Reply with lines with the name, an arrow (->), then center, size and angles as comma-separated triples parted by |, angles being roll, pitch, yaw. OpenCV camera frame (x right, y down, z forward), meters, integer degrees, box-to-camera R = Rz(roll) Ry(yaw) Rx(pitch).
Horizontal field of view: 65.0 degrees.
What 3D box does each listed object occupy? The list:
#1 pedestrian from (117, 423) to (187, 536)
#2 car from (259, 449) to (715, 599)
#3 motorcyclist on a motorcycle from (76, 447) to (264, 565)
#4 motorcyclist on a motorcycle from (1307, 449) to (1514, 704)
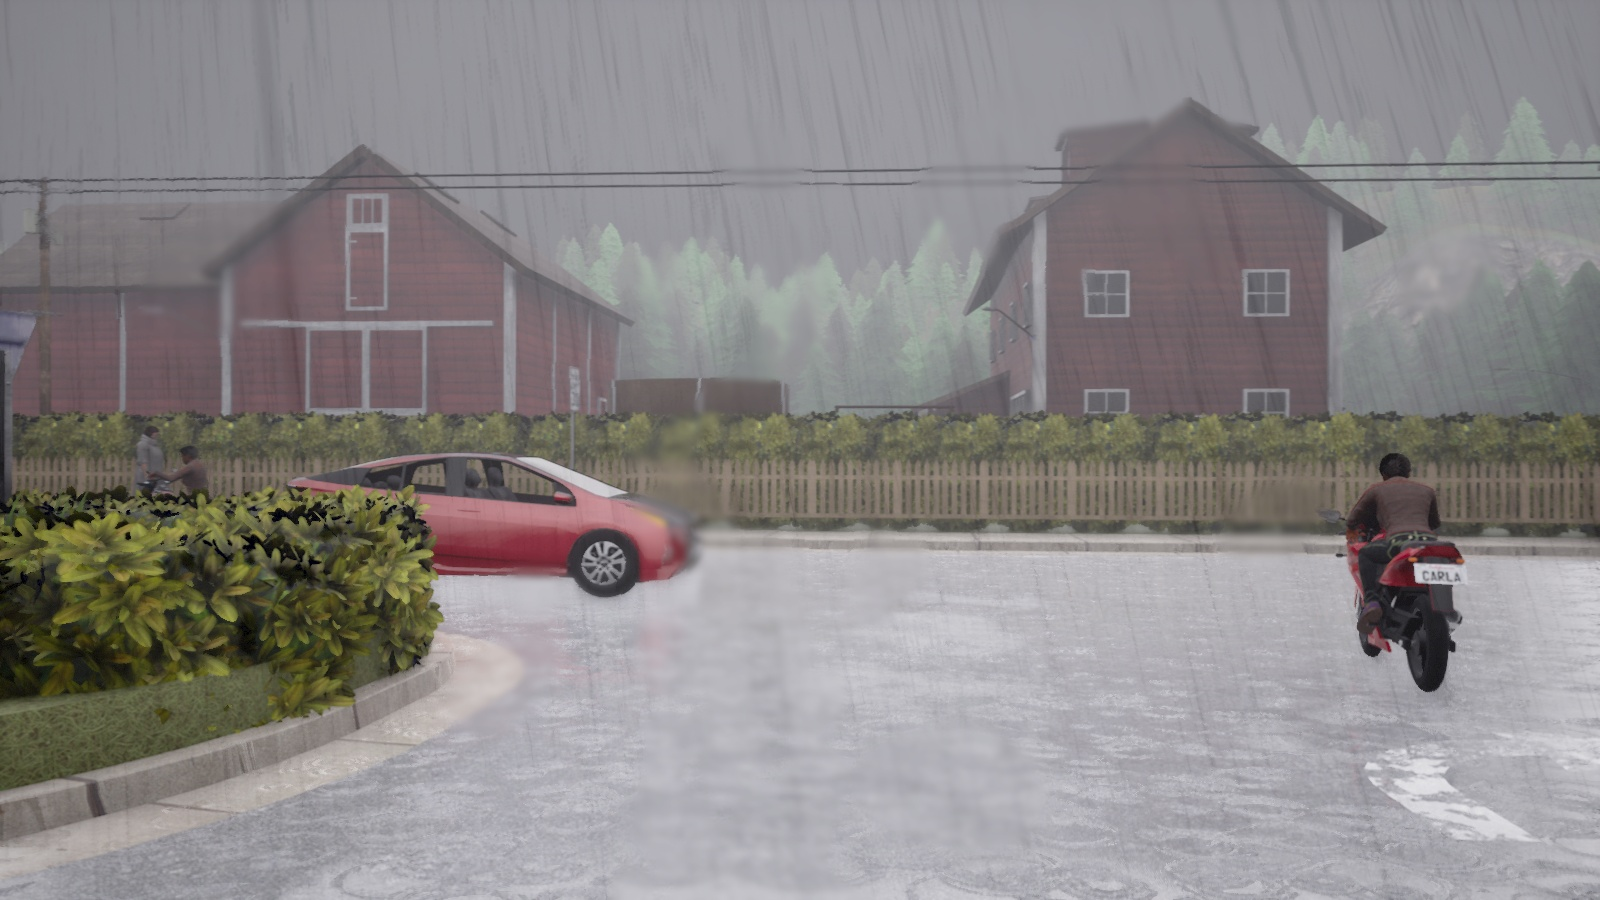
pedestrian -> -11.423, 0.513, 22.146 | 0.873, 1.952, 0.659 | 0, 0, 4
car -> -3.339, 0.758, 13.972 | 4.514, 1.525, 2.007 | 0, 0, 5
motorcyclist on a motorcycle -> -8.990, 0.786, 17.959 | 2.350, 1.649, 0.766 | 0, 0, 5
motorcyclist on a motorcycle -> 4.099, 0.763, 8.615 | 0.797, 1.523, 2.044 | 1, 0, 12
